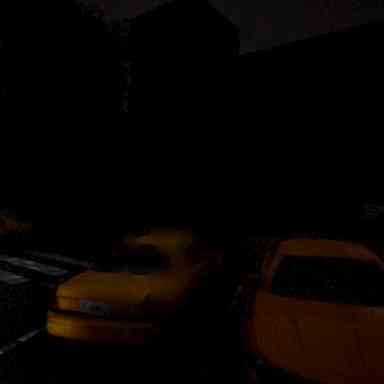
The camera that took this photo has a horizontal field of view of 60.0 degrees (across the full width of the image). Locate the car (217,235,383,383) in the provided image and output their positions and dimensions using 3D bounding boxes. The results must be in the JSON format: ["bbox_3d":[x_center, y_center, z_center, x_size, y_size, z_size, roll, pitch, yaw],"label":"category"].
[{"bbox_3d":[1.883,1.484,4.782,2.097,1.535,5.008,1,0,15],"label":"car"}]

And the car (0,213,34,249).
[{"bbox_3d":[-7.964,1.360,11.562,1.946,1.575,5.366,1,0,16],"label":"car"}]

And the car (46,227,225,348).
[{"bbox_3d":[-0.527,1.475,6.687,1.946,1.575,5.366,1,0,15],"label":"car"}]
